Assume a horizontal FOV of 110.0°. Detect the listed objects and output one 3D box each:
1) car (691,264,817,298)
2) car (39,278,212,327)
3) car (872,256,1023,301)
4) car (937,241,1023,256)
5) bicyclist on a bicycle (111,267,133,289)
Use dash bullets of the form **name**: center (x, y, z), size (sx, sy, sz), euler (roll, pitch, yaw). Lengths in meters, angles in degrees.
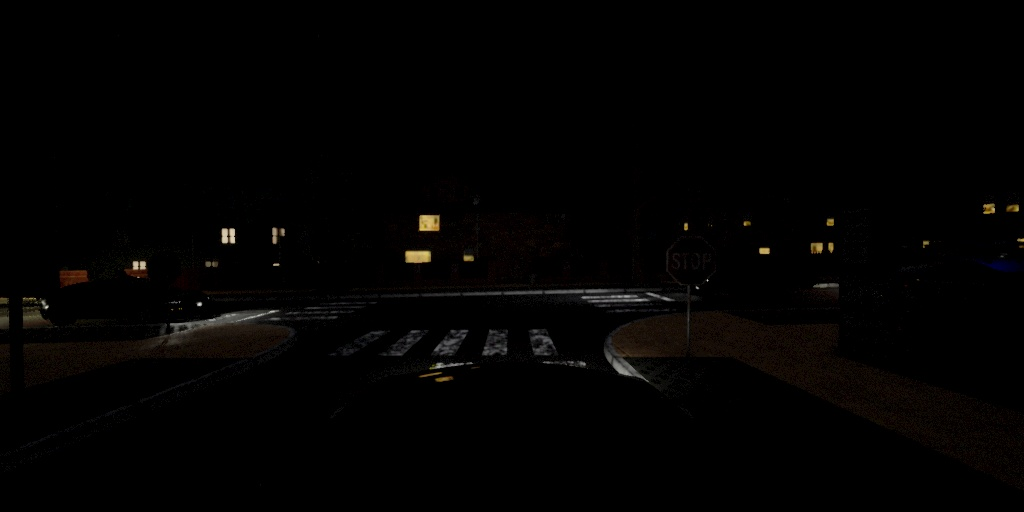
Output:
- **car**: center (10.340, 1.030, 15.777), size (4.718, 1.301, 1.895), euler (-1, 1, 0)
- **car**: center (-13.518, 1.545, 12.709), size (4.892, 1.490, 1.837), euler (-2, 1, 0)
- **car**: center (15.848, 0.870, 12.936), size (4.674, 1.442, 1.812), euler (-1, 1, 1)
- **car**: center (20.985, 0.401, 15.823), size (5.566, 2.045, 2.150), euler (-1, 1, 0)
- **bicyclist on a bicycle**: center (-20.223, 1.407, 18.521), size (0.582, 1.620, 1.656), euler (-1, 1, 0)
